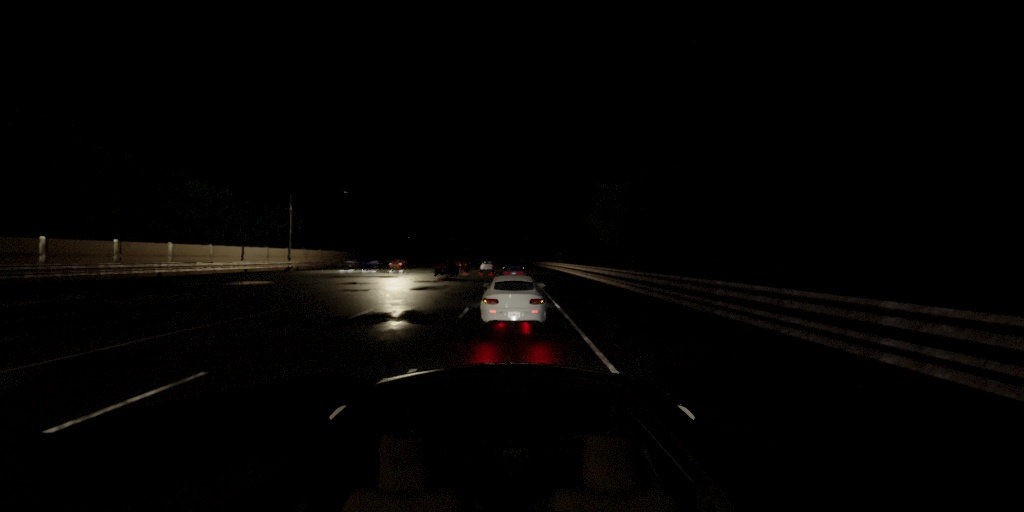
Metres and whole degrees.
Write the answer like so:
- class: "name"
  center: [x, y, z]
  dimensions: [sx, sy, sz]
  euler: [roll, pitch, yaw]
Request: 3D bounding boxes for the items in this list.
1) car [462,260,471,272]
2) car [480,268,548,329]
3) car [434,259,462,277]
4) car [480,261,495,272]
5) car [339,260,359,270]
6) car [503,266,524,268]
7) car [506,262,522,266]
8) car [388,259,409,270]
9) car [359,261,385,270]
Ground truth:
- class: "car"
  center: [-6.892, 1.272, 49.396]
  dimensions: [2.097, 1.767, 4.553]
  euler: [0, 0, -1]
- class: "car"
  center: [0.060, 1.273, 11.116]
  dimensions: [1.812, 1.442, 4.674]
  euler: [0, 0, 0]
- class: "car"
  center: [-6.786, 1.314, 37.555]
  dimensions: [1.882, 1.535, 5.008]
  euler: [0, 0, 0]
- class: "car"
  center: [-3.395, 1.473, 49.956]
  dimensions: [1.812, 1.442, 4.674]
  euler: [0, 0, -1]
- class: "car"
  center: [-24.618, 1.390, 55.229]
  dimensions: [2.033, 1.411, 5.357]
  euler: [1, 0, -2]
- class: "car"
  center: [0.099, 1.374, 18.473]
  dimensions: [1.895, 1.301, 4.718]
  euler: [0, 0, 0]
- class: "car"
  center: [0.131, 1.399, 30.191]
  dimensions: [1.994, 1.385, 4.181]
  euler: [0, -1, 0]
- class: "car"
  center: [-17.622, 1.247, 55.902]
  dimensions: [2.097, 1.767, 4.553]
  euler: [0, 0, -1]
- class: "car"
  center: [-21.103, 1.465, 54.787]
  dimensions: [1.895, 1.301, 4.718]
  euler: [0, 0, -1]
